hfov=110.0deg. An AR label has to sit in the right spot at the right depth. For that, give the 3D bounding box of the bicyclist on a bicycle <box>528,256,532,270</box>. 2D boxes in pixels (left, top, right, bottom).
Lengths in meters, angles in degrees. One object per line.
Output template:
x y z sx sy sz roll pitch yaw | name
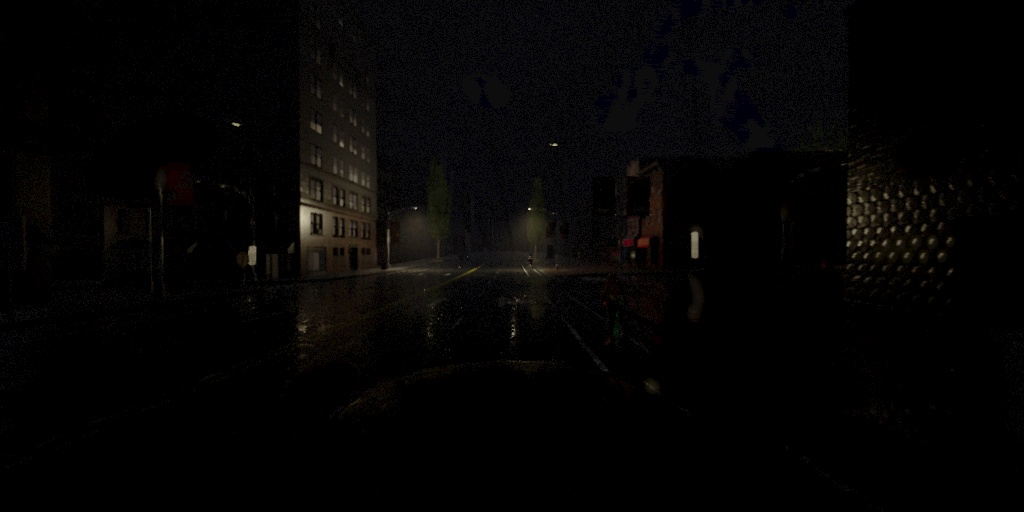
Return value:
2.254 0.913 44.907 0.659 1.776 1.843 0 1 0 | bicyclist on a bicycle

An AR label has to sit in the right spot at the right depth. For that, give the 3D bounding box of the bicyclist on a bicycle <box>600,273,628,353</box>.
2.249 1.199 7.933 0.582 1.620 1.656 0 0 0 | bicyclist on a bicycle
